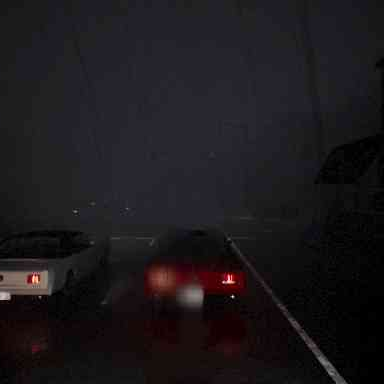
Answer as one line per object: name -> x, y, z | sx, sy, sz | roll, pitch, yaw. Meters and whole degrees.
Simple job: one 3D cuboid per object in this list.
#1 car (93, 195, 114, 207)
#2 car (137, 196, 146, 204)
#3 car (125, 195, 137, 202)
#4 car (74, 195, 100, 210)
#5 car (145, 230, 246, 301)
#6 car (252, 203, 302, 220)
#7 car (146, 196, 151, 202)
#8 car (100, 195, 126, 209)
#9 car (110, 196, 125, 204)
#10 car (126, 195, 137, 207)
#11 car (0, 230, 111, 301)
car -> -14.111, 1.352, 53.221 | 2.097, 1.767, 4.553 | 0, 0, 1
car -> -10.575, 1.564, 62.893 | 1.994, 1.385, 4.181 | 0, 0, 1
car -> -14.035, 1.486, 76.775 | 1.812, 1.442, 4.674 | 0, 0, 0
car -> -14.119, 1.492, 44.168 | 2.128, 1.511, 4.902 | 0, 0, 0
car -> 0.074, 1.601, 8.280 | 1.895, 1.301, 4.718 | 0, 0, 0
car -> 7.355, 1.679, 28.823 | 4.181, 1.385, 1.994 | 1, 0, 10
car -> -10.535, 1.515, 75.911 | 2.033, 1.411, 5.357 | 0, 0, 0
car -> -10.616, 1.526, 44.947 | 1.812, 1.442, 4.674 | 0, 0, 0
car -> -14.078, 1.564, 63.299 | 1.994, 1.385, 4.181 | 0, 0, 0
car -> -10.615, 1.352, 52.671 | 2.097, 1.767, 4.553 | 0, 0, 0
car -> -3.427, 1.601, 8.261 | 1.895, 1.301, 4.718 | 0, 0, 0
